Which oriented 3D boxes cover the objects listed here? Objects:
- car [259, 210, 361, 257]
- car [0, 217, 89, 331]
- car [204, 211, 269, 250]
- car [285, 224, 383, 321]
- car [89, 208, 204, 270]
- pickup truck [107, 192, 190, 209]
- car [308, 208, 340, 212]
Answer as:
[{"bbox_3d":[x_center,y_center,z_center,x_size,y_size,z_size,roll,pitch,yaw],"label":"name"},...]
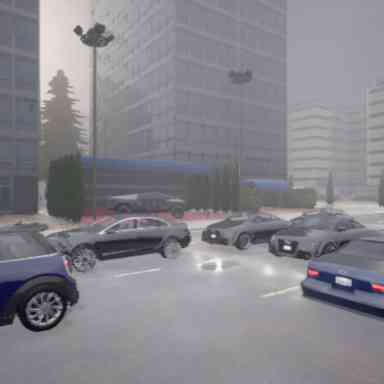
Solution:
[{"bbox_3d":[4.591,1.543,11.459,4.181,1.385,1.994,0,0,-35],"label":"car"},{"bbox_3d":[-4.266,1.352,5.231,4.553,1.767,2.097,0,0,-35],"label":"car"},{"bbox_3d":[2.467,1.543,14.228,4.181,1.385,1.994,0,0,-36],"label":"car"},{"bbox_3d":[4.570,1.532,7.006,5.357,1.411,2.033,0,0,-35],"label":"car"},{"bbox_3d":[-2.305,1.483,10.901,4.902,1.511,2.128,0,0,-35],"label":"car"},{"bbox_3d":[-3.310,1.032,26.225,6.274,2.098,2.390,0,0,-5],"label":"pickup truck"},{"bbox_3d":[6.890,1.532,17.383,4.181,1.385,1.994,0,0,-36],"label":"car"}]
